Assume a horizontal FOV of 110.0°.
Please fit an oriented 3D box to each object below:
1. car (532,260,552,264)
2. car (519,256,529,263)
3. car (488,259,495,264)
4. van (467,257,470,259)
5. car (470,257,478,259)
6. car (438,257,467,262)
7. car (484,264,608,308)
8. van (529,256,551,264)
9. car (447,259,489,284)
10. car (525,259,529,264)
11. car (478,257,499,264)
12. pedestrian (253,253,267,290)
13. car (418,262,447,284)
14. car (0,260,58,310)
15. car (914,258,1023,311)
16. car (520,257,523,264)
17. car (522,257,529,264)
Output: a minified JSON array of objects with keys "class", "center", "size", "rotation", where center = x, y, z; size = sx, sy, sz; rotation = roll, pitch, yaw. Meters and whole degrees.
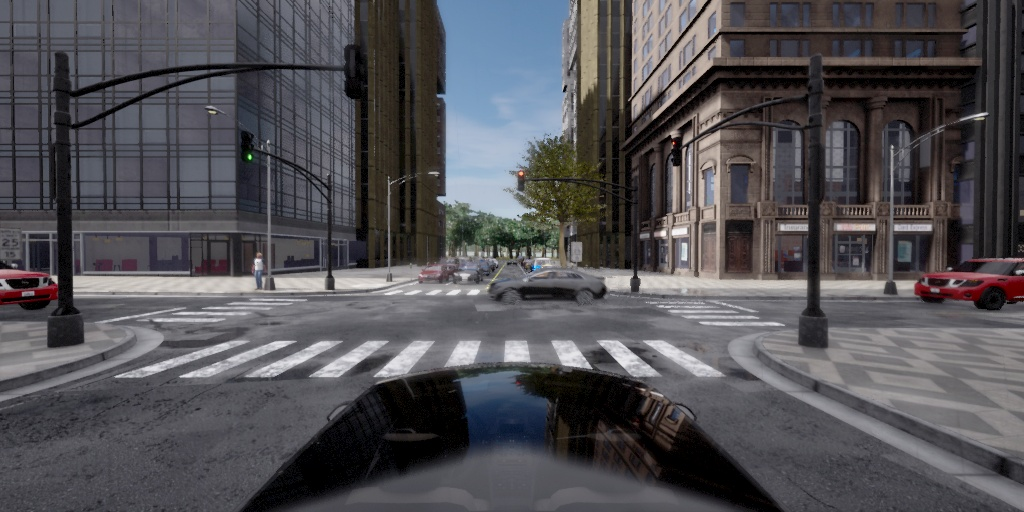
[{"class":"car","center":[2.732,1.254,27.178],"size":[1.751,1.417,4.829],"rotation":[0,0,0]},{"class":"car","center":[2.692,1.201,61.085],"size":[2.007,1.370,4.403],"rotation":[0,0,0]},{"class":"car","center":[-3.134,1.260,36.323],"size":[2.033,1.411,5.357],"rotation":[0,0,0]},{"class":"van","center":[-5.806,1.049,38.350],"size":[1.690,1.789,3.998],"rotation":[0,0,0]},{"class":"car","center":[-5.813,1.011,44.030],"size":[2.192,1.841,5.009],"rotation":[0,0,0]},{"class":"car","center":[-5.800,1.034,32.669],"size":[2.192,1.841,5.009],"rotation":[0,0,0]},{"class":"car","center":[1.463,1.241,14.821],"size":[4.902,1.511,2.128],"rotation":[1,1,0]},{"class":"van","center":[2.726,1.060,32.688],"size":[1.690,1.789,3.998],"rotation":[0,0,0]},{"class":"car","center":[-3.135,1.220,26.500],"size":[2.128,1.511,4.902],"rotation":[0,0,1]},{"class":"car","center":[2.719,1.274,38.368],"size":[1.948,1.339,4.313],"rotation":[0,0,0]},{"class":"car","center":[-3.140,1.182,46.434],"size":[2.128,1.511,4.902],"rotation":[0,0,0]},{"class":"pedestrian","center":[-12.542,0.741,17.809],"size":[0.375,1.860,0.375],"rotation":[0,0,0]},{"class":"car","center":[-5.793,1.310,26.989],"size":[1.802,1.307,4.207],"rotation":[0,0,0]},{"class":"car","center":[-18.386,0.841,11.553],"size":[5.566,2.045,2.150],"rotation":[1,1,0]},{"class":"car","center":[20.327,1.101,14.876],"size":[5.566,2.045,2.150],"rotation":[0,1,0]},{"class":"car","center":[2.699,1.212,55.406],"size":[1.888,1.381,4.507],"rotation":[0,0,0]},{"class":"car","center":[2.705,1.207,49.897],"size":[1.751,1.417,4.829],"rotation":[0,0,0]}]
